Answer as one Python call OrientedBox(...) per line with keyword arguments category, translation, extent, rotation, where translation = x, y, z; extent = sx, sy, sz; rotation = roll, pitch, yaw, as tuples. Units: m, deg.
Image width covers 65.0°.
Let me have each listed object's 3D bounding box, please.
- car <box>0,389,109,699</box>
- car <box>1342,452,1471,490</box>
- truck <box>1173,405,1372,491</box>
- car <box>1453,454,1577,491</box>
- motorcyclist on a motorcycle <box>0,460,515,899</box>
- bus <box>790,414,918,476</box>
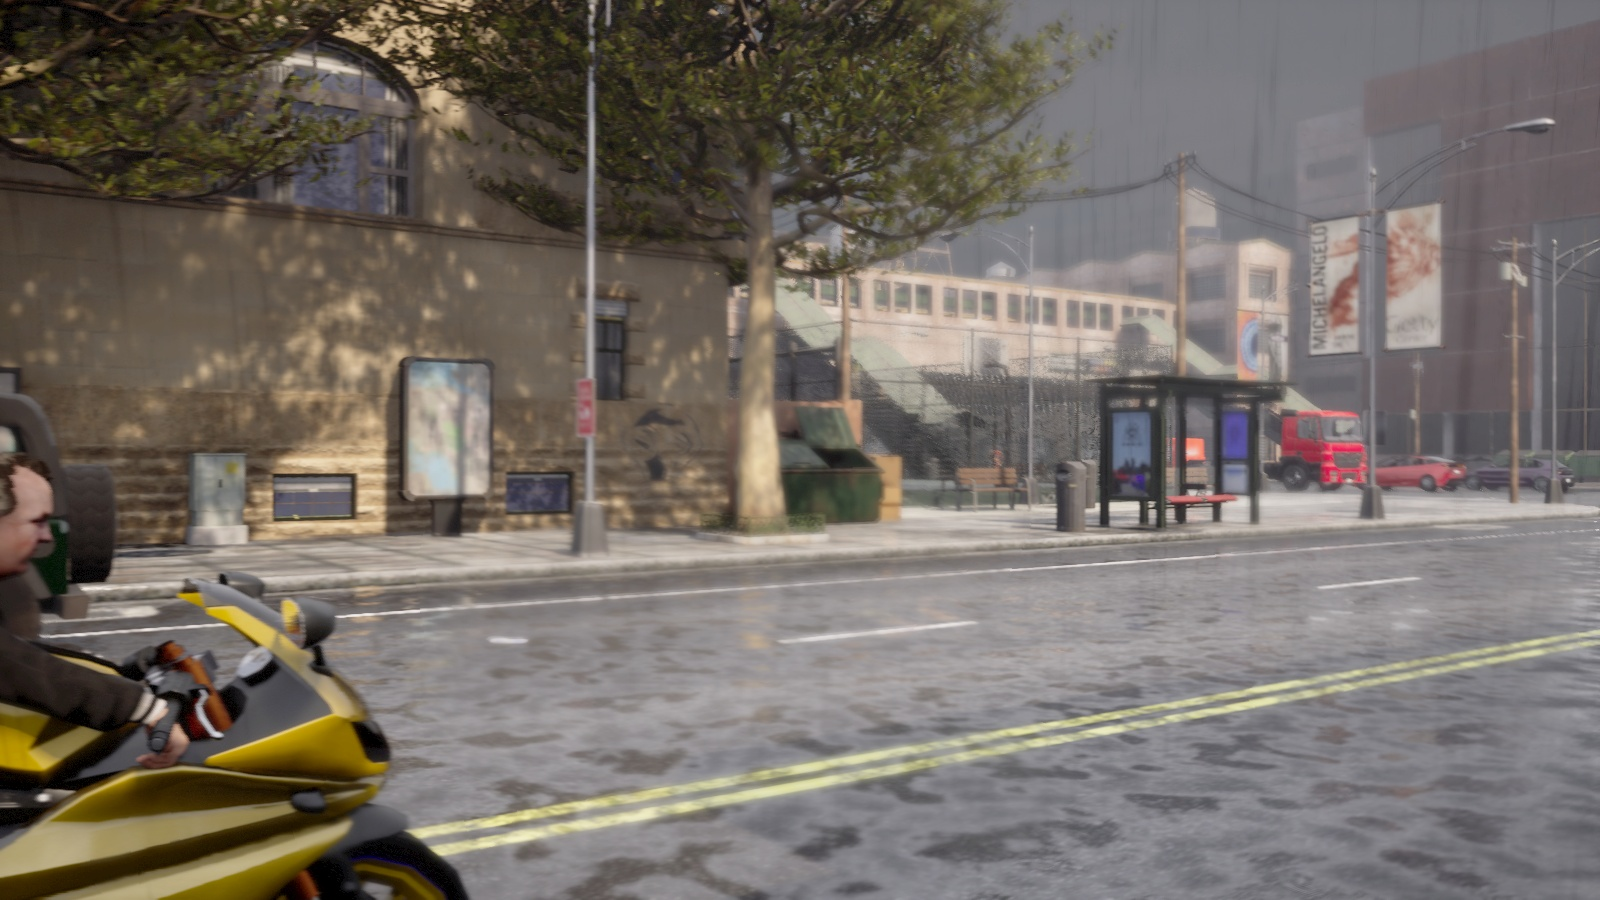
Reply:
OrientedBox(category="car", translation=(-6.498, 0.571, 7.637), extent=(3.866, 1.878, 1.905), rotation=(0, 0, -34))
OrientedBox(category="car", translation=(25.642, 0.854, 53.220), extent=(2.007, 1.525, 4.514), rotation=(0, 0, -34))
OrientedBox(category="truck", translation=(20.403, -0.067, 54.798), extent=(2.891, 3.462, 7.936), rotation=(0, 0, -33))
OrientedBox(category="car", translation=(30.077, 0.917, 52.933), extent=(1.816, 1.474, 4.193), rotation=(0, 0, -34))
OrientedBox(category="motorcyclist on a motorcycle", translation=(-1.760, 0.789, 2.436), extent=(2.191, 1.530, 0.866), rotation=(0, 0, -35))
OrientedBox(category="bus", translation=(3.804, -0.324, 91.645), extent=(3.944, 4.253, 10.273), rotation=(0, 0, -34))
